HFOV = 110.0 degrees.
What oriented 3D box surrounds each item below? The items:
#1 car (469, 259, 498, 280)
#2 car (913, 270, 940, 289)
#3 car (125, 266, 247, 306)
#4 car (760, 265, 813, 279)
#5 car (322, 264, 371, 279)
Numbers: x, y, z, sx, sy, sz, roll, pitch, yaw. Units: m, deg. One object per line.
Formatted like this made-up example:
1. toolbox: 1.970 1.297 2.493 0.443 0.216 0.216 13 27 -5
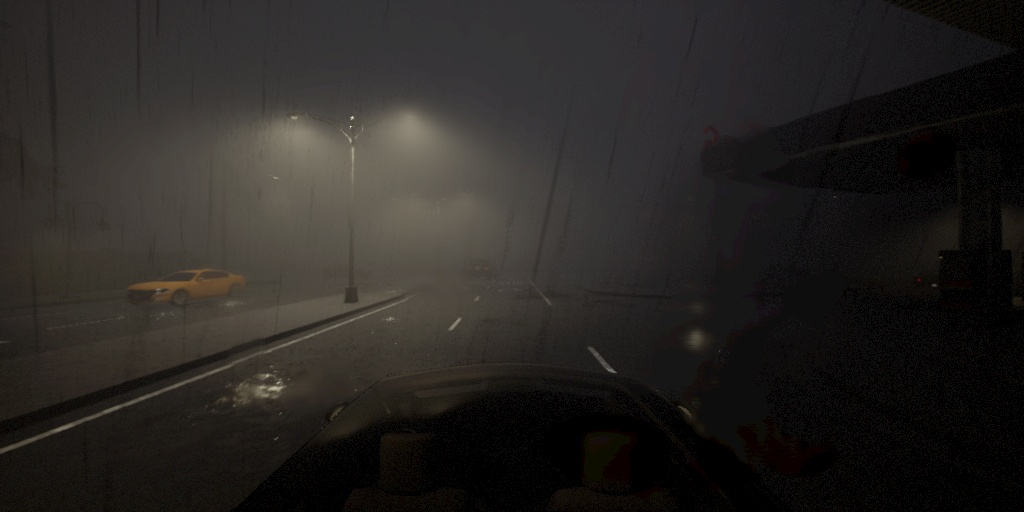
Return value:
1. car: -2.879 1.369 36.553 2.150 2.045 5.566 0 0 7
2. car: 28.940 1.608 24.210 4.718 1.301 1.895 0 -1 -33
3. car: -15.070 1.400 16.969 1.882 1.535 5.008 0 -1 0
4. car: 29.508 1.662 38.610 4.902 1.511 2.128 0 -1 1
5. car: -17.865 1.649 38.831 5.008 1.535 1.882 0 -1 0
